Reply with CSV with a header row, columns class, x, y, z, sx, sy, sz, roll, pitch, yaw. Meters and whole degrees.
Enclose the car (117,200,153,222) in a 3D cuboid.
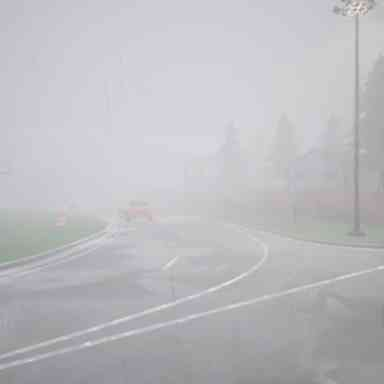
class,x,y,z,sx,sy,sz,roll,pitch,yaw
car,-4.821,1.411,27.685,2.097,1.767,4.553,0,0,-23
